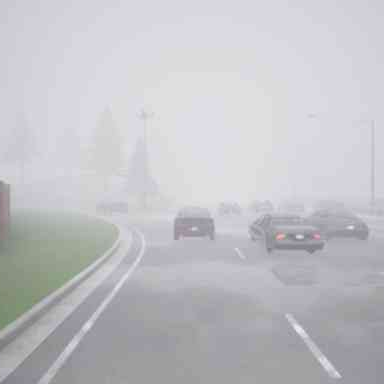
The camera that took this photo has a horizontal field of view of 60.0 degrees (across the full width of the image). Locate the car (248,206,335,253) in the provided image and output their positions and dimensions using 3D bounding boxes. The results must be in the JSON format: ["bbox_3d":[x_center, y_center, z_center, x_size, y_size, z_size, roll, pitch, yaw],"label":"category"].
[{"bbox_3d":[3.601,1.540,13.634,2.033,1.411,5.357,0,0,0],"label":"car"}]

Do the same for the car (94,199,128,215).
[{"bbox_3d":[-8.365,1.457,34.193,1.882,1.535,5.008,1,0,-38],"label":"car"}]

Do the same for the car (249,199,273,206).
[{"bbox_3d":[7.103,1.472,34.448,2.128,1.511,4.902,0,0,0],"label":"car"}]

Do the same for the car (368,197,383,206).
[{"bbox_3d":[28.227,1.480,48.242,4.892,1.490,1.837,1,1,34],"label":"car"}]

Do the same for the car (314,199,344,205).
[{"bbox_3d":[14.103,1.486,34.512,1.837,1.490,4.892,0,0,0],"label":"car"}]

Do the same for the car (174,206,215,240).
[{"bbox_3d":[0.102,1.468,17.068,1.882,1.535,5.008,0,0,0],"label":"car"}]

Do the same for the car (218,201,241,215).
[{"bbox_3d":[3.604,1.582,32.921,1.895,1.301,4.718,0,0,0],"label":"car"}]

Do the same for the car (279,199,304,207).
[{"bbox_3d":[10.590,1.506,35.517,1.812,1.442,4.674,0,0,0],"label":"car"}]

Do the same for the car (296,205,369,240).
[{"bbox_3d":[7.101,1.555,16.898,1.994,1.385,4.181,0,0,0],"label":"car"}]
